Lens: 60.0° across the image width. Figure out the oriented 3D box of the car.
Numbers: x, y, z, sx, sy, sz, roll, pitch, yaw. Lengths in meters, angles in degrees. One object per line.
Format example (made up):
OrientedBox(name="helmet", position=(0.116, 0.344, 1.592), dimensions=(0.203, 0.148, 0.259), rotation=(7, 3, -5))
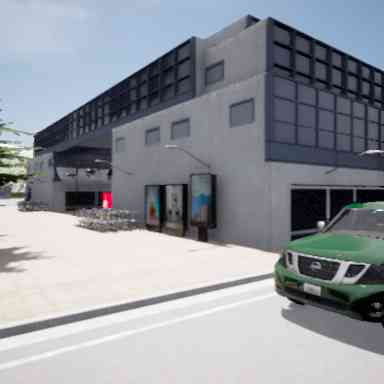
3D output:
OrientedBox(name="car", position=(4.192, 1.220, 6.988), dimensions=(5.566, 2.045, 2.150), rotation=(0, 0, -36))
